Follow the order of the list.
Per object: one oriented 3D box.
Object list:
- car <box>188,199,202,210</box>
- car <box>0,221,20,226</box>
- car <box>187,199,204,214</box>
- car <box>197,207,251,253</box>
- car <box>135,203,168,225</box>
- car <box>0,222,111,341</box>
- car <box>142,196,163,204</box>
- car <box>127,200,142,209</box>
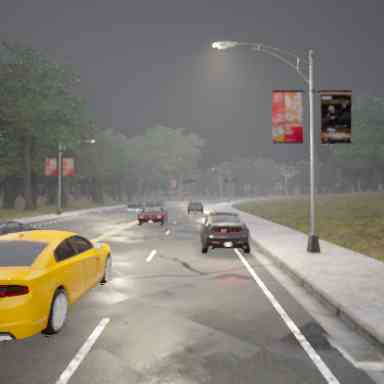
[{"bbox_3d":[0.517,1.849,49.983,1.882,1.535,5.008,0,0,4],"label":"car"},{"bbox_3d":[-6.480,1.649,10.802,1.994,1.385,4.181,0,0,0],"label":"car"},{"bbox_3d":[0.426,1.787,39.795,2.128,1.511,4.902,0,0,1],"label":"car"},{"bbox_3d":[1.286,1.603,14.068,1.837,1.490,4.892,0,0,0],"label":"car"},{"bbox_3d":[-2.902,1.790,25.646,1.895,1.301,4.718,0,0,0],"label":"car"},{"bbox_3d":[-3.063,1.529,6.827,1.882,1.535,5.008,0,0,1],"label":"car"},{"bbox_3d":[-5.874,1.626,52.692,2.150,2.045,5.566,0,0,3],"label":"car"},{"bbox_3d":[-9.034,1.984,53.568,1.994,1.385,4.181,0,0,4],"label":"car"}]
